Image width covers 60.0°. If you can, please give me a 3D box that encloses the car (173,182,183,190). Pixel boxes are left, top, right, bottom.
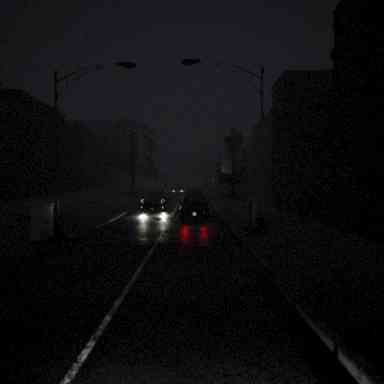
[{"bbox_3d":[-2.849,-1.182,68.028,1.837,1.490,4.892,0,3,0],"label":"car"}]

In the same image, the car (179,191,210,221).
[{"bbox_3d":[0.150,0.994,22.370,2.128,1.511,4.902,0,3,0],"label":"car"}]

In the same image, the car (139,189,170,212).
[{"bbox_3d":[-3.036,0.609,27.586,2.097,1.767,4.553,0,3,0],"label":"car"}]

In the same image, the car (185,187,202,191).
[{"bbox_3d":[0.194,0.104,41.271,1.837,1.490,4.892,0,3,0],"label":"car"}]
